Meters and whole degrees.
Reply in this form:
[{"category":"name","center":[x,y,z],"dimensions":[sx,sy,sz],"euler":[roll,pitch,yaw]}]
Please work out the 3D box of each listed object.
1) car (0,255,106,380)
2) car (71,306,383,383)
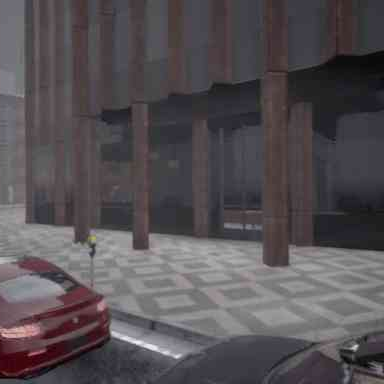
[{"category":"car","center":[-3.036,1.654,5.123],"dimensions":[4.206,1.307,1.802],"euler":[-1,0,35]},{"category":"car","center":[1.559,1.547,1.847],"dimensions":[4.403,1.369,2.008],"euler":[-1,0,35]}]
